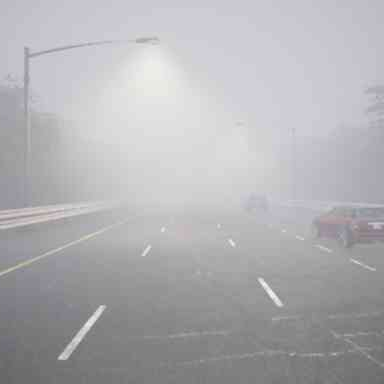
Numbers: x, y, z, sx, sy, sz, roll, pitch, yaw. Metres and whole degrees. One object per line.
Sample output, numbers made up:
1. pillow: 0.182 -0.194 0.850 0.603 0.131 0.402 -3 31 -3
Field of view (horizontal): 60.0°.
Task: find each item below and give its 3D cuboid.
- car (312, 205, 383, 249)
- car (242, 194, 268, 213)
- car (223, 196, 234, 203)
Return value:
1. car: 7.016 1.352 14.734 2.097 1.767 4.553 0 0 0
2. car: 7.088 1.214 37.764 2.150 2.045 5.566 0 0 0
3. car: 7.248 1.437 67.047 1.882 1.535 5.008 0 0 0
